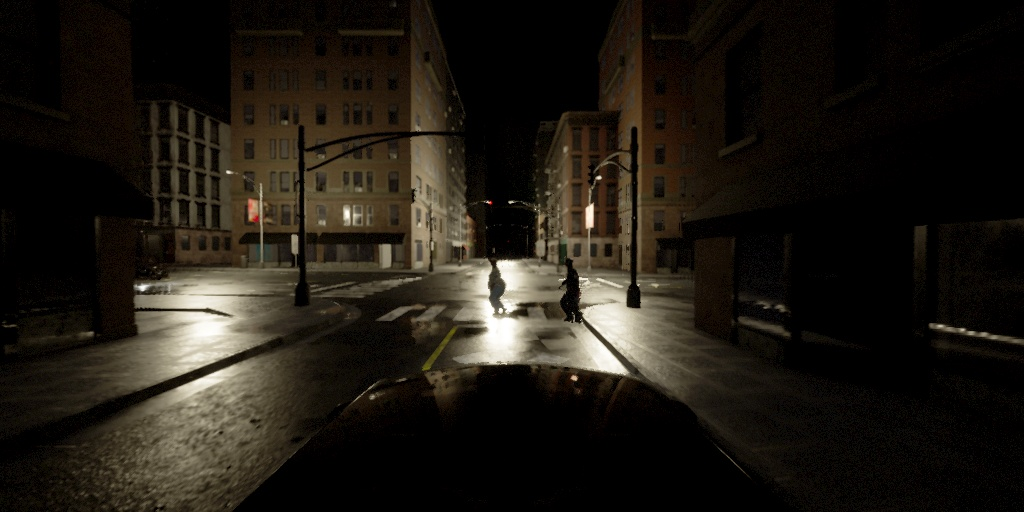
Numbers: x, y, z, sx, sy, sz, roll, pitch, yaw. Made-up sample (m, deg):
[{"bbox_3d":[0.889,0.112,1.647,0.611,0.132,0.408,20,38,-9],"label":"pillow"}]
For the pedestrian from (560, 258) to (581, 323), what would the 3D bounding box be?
[{"bbox_3d":[1.611,0.932,9.862,0.375,1.860,0.375,0,1,0],"label":"pedestrian"}]

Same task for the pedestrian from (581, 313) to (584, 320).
[{"bbox_3d":[1.878,1.204,10.466,0.375,1.300,0.375,0,1,0],"label":"pedestrian"}]

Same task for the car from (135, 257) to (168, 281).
[{"bbox_3d":[-22.164,0.674,20.063,4.892,1.490,1.837,1,1,0],"label":"car"}]

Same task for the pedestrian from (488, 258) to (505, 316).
[{"bbox_3d":[-0.490,0.913,11.066,0.375,1.860,0.375,0,1,0],"label":"pedestrian"}]
